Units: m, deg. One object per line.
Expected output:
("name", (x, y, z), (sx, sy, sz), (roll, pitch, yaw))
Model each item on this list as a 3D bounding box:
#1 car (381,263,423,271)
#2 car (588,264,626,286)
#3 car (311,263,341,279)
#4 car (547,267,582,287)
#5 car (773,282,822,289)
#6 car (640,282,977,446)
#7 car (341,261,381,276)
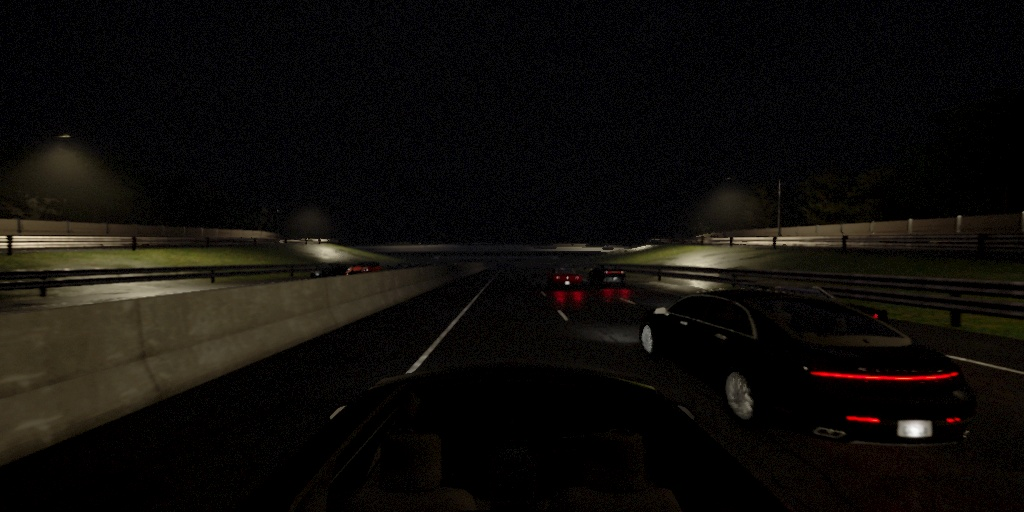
("car", (-10.709, 1.440, 35.207), (2.128, 1.511, 4.902), (0, -1, 0))
("car", (7.026, 1.360, 26.873), (2.128, 1.511, 4.902), (0, 0, 0))
("car", (-17.707, 1.438, 35.106), (2.128, 1.511, 4.902), (0, -1, 0))
("car", (3.533, 1.455, 25.137), (1.895, 1.301, 4.718), (0, 0, 0))
("car", (7.082, 1.369, 9.915), (1.895, 1.301, 4.718), (0, 0, 0))
("car", (3.575, 1.264, 5.598), (1.837, 1.490, 4.892), (0, 0, 0))
("car", (-14.206, 1.295, 34.755), (2.097, 1.767, 4.553), (0, -1, 0))
